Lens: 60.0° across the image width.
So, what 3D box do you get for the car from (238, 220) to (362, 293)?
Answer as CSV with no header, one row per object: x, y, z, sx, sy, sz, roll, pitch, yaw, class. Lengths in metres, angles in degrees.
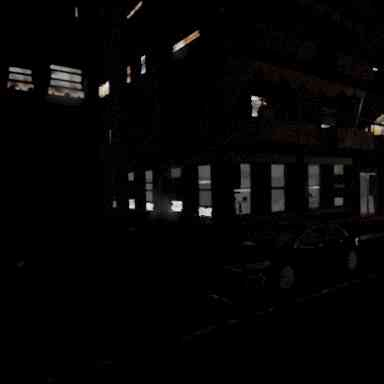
2.604,1.427,8.440,4.403,1.369,2.008,-1,0,-36,car

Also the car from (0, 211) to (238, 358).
-1.951,1.291,5.172,5.009,1.841,2.192,-1,0,-36,car
